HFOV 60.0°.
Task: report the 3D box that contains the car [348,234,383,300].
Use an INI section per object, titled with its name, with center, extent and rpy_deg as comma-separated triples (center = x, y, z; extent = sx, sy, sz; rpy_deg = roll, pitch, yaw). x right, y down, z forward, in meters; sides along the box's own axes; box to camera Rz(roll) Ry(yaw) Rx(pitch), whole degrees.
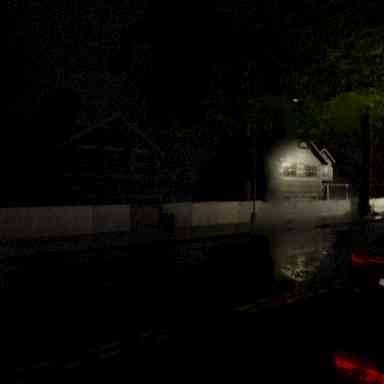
[car]
center = 5.473, 1.462, 7.348
extent = 5.008, 1.535, 1.882
rpy_deg = 0, 0, -36
